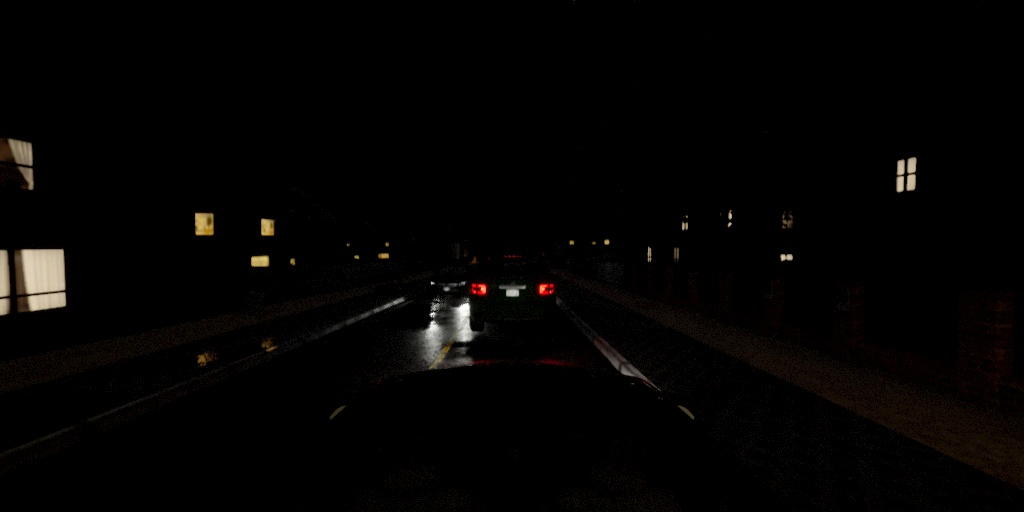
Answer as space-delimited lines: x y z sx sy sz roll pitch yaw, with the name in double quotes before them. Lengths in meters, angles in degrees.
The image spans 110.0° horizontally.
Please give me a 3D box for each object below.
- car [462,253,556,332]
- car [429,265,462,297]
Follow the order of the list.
"car" 0.032 0.921 10.810 2.150 2.045 5.566 0 0 0
"car" -2.887 1.189 18.136 1.812 1.442 4.674 0 0 0
